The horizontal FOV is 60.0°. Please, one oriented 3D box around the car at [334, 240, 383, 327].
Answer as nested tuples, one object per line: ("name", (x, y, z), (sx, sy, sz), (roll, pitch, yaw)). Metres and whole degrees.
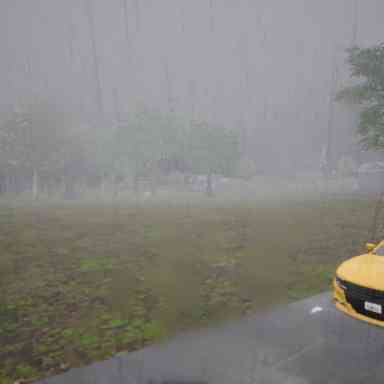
("car", (4.761, 1.452, 6.467), (5.008, 1.535, 1.882), (0, 0, -35))
